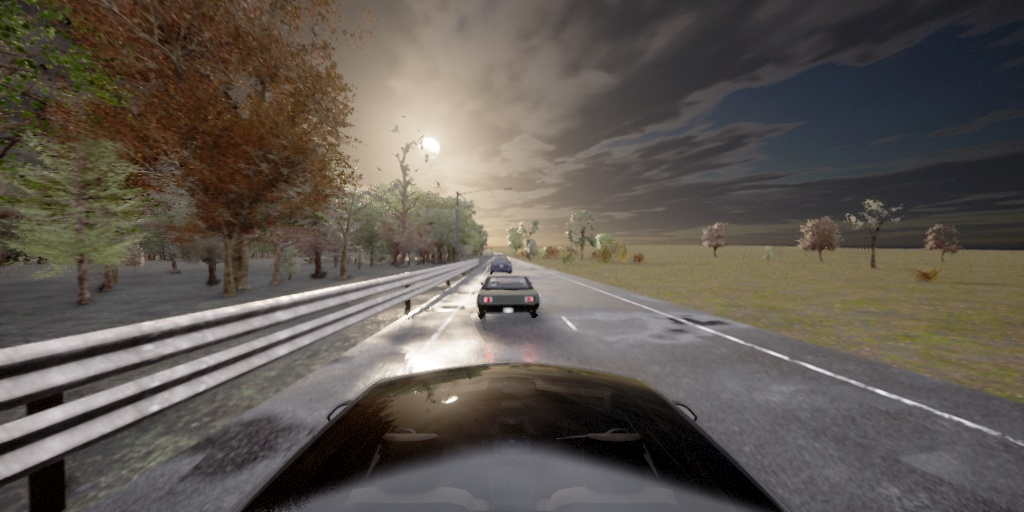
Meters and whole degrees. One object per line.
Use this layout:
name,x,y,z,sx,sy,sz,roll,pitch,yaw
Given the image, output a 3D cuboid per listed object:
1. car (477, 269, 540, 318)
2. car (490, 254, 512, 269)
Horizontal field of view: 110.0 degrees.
car,-0.185,1.296,12.724,1.895,1.301,4.718,0,0,-2
car,-1.065,0.923,35.603,2.097,1.767,4.553,0,0,-2
